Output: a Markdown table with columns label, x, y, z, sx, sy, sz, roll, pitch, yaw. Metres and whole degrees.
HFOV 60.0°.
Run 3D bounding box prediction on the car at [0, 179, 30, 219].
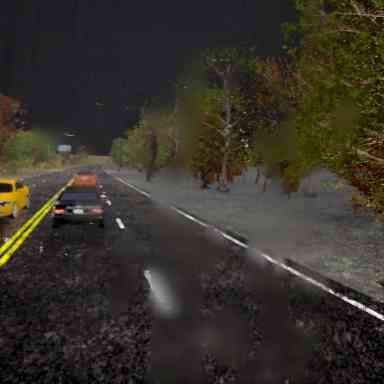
| label | x | y | z | sx | sy | sz | roll | pitch | yaw |
| --- | --- | --- | --- | --- | --- | --- | --- | --- | --- |
| car | -8.532 | 0.199 | 14.749 | 1.882 | 1.535 | 5.008 | 0 | 5 | -17 |

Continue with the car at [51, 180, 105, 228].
| label | x | y | z | sx | sy | sz | roll | pitch | yaw |
| --- | --- | --- | --- | --- | --- | --- | --- | --- | --- |
| car | -4.492 | 0.483 | 13.370 | 2.033 | 1.411 | 5.357 | 0 | 5 | -17 |

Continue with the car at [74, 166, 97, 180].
| label | x | y | z | sx | sy | sz | roll | pitch | yaw |
| --- | --- | --- | --- | --- | --- | --- | --- | --- | --- |
| car | -10.522 | -1.369 | 32.838 | 2.097 | 1.767 | 4.553 | 0 | 5 | -17 |
